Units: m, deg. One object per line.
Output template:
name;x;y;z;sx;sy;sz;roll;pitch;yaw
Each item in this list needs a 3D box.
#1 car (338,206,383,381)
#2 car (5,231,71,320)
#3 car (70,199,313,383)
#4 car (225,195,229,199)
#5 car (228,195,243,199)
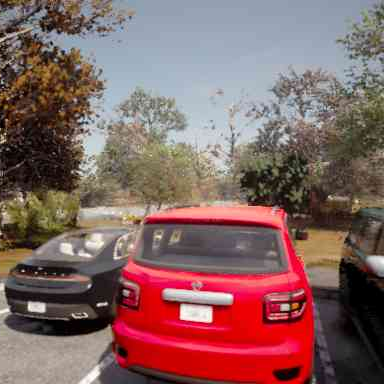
car;3.155;1.240;3.841;2.435;2.045;5.566;1;-1;16
car;-1.693;1.482;7.312;2.231;1.521;4.892;0;-1;15
car;0.742;1.235;5.627;2.435;2.045;5.566;0;-1;15
car;8.930;1.409;76.092;5.357;1.411;2.033;-2;1;-36
car;10.977;1.458;73.253;4.718;1.301;1.895;-2;1;-36
